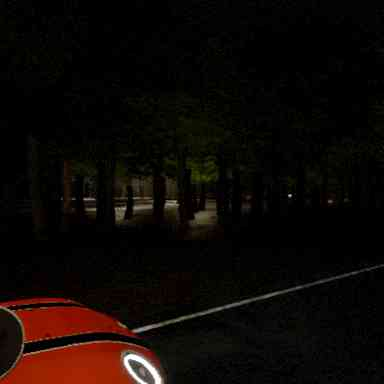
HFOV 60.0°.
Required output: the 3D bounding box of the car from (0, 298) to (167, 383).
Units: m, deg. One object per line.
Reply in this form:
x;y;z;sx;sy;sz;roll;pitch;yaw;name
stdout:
-2.352;1.351;2.069;4.553;1.767;2.097;0;0;-35;car
